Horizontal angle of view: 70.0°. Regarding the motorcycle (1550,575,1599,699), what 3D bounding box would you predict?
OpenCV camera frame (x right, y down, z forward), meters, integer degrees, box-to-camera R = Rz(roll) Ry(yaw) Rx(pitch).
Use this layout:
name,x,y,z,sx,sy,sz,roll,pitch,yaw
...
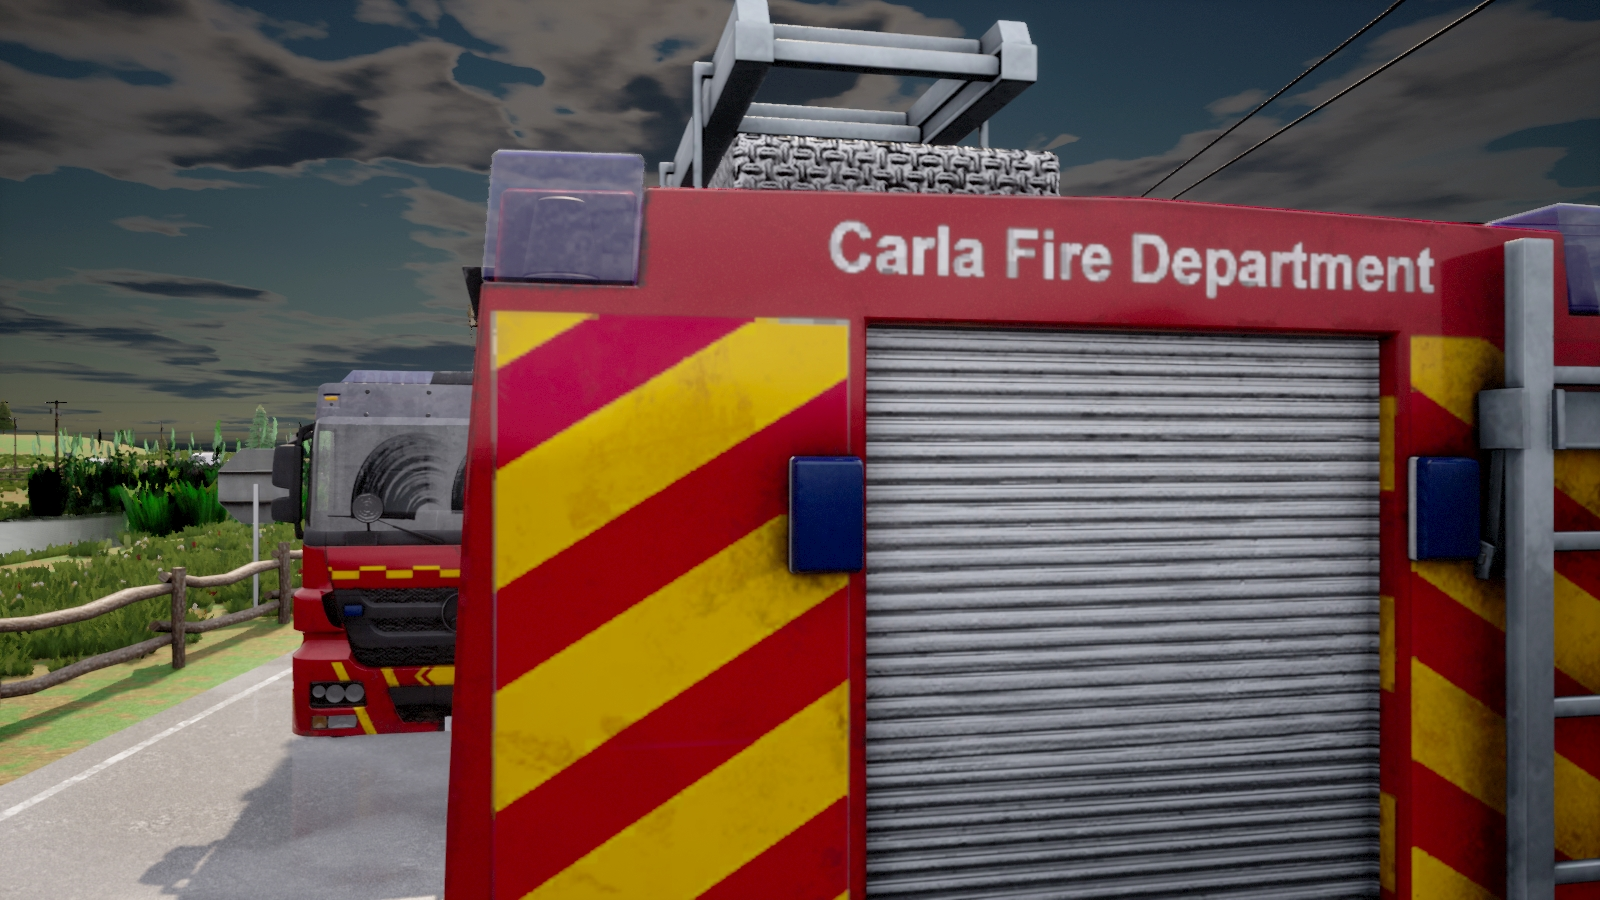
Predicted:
name,x,y,z,sx,sy,sz,roll,pitch,yaw
motorcycle,9.842,2.142,13.224,1.805,1.316,0.856,0,0,-7

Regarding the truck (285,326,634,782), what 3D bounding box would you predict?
name,x,y,z,sx,sy,sz,roll,pitch,yaw
truck,-3.859,0.862,14.040,2.891,3.827,8.468,0,0,-13

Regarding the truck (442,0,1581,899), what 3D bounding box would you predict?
name,x,y,z,sx,sy,sz,roll,pitch,yaw
truck,-0.216,0.864,6.873,2.891,3.827,8.468,0,0,-12
